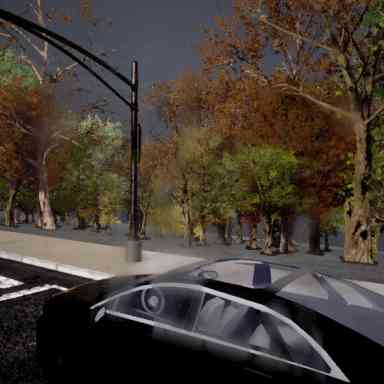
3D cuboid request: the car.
[{"bbox_3d":[0.229,1.491,3.513,4.902,1.511,2.128,0,0,37],"label":"car"}]
